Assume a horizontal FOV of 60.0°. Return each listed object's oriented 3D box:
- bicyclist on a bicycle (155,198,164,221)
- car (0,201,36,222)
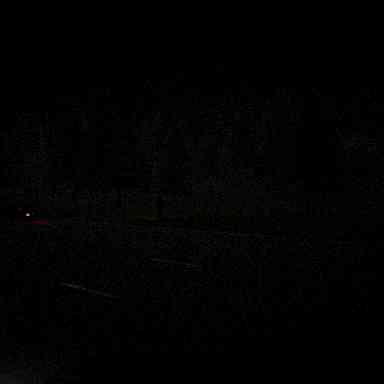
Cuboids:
[{"bbox_3d":[-2.400,1.304,24.792,0.582,1.620,1.656,0,-1,-23],"label":"bicyclist on a bicycle"},{"bbox_3d":[-14.485,1.503,26.720,4.892,1.490,1.837,-1,0,35],"label":"car"}]
